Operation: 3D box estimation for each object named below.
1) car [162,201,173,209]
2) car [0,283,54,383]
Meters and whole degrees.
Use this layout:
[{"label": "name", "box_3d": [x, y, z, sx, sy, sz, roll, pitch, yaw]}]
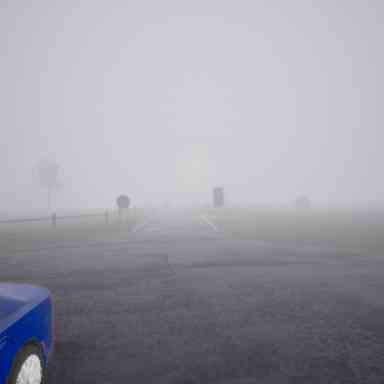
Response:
[{"label": "car", "box_3d": [-4.414, 2.318, 59.394, 1.895, 1.301, 4.718, 0, -1, -5]}, {"label": "car", "box_3d": [-2.641, 1.519, 1.984, 1.882, 1.535, 5.008, 0, -1, 1]}]
